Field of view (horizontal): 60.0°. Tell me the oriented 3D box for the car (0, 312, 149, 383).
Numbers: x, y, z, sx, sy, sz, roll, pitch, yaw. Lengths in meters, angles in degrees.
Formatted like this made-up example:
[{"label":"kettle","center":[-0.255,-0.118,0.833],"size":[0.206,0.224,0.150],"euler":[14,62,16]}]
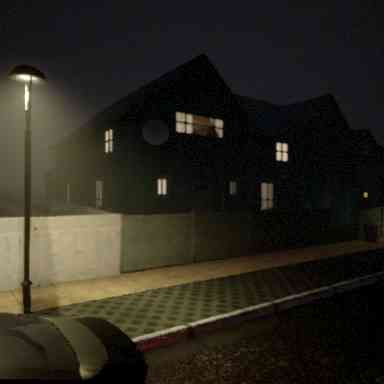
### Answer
[{"label":"car","center":[-2.457,1.479,1.316],"size":[4.902,1.511,2.128],"euler":[1,0,-35]}]
